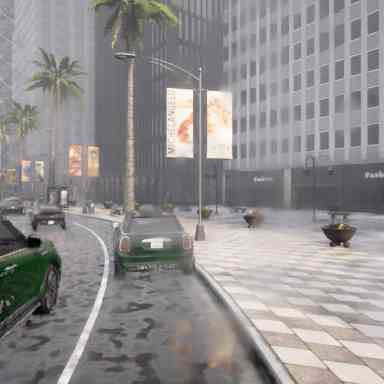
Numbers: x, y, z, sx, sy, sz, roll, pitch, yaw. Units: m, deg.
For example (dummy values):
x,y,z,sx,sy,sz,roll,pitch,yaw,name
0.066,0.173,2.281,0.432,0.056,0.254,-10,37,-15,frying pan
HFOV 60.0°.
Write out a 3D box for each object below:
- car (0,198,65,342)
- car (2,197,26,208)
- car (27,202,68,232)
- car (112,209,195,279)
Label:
x,y,z,sx,sy,sz,roll,pitch,yaw,name
-3.465,1.222,4.288,2.150,2.045,5.566,0,0,-6,car
-25.899,1.461,48.418,2.231,1.521,4.892,0,0,-39,car
-9.471,1.501,21.521,1.837,1.490,4.892,1,0,-30,car
-1.383,1.352,10.393,2.097,1.767,4.553,0,0,-14,car
